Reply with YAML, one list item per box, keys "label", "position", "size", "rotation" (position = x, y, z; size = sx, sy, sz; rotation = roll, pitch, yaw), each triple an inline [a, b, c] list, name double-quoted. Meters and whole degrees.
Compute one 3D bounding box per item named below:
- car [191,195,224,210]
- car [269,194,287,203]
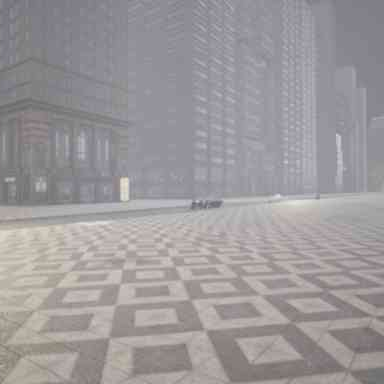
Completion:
- label: "car"
  position: [1.842, 1.103, 38.160]
  size: [2.097, 1.767, 4.553]
  rotation: [0, 0, 35]
- label: "car"
  position: [14.365, 1.076, 55.755]
  size: [1.812, 1.442, 4.674]
  rotation: [0, 0, 35]
